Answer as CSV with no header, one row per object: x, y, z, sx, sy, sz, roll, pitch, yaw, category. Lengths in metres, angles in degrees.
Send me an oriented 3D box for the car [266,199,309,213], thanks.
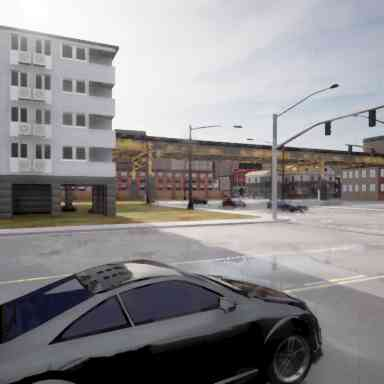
10.721,1.547,37.857,2.033,1.411,5.357,0,0,-25,car

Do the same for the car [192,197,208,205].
1.334,1.547,58.814,2.033,1.411,5.357,0,0,-13,car

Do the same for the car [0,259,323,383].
-0.414,1.564,4.030,4.181,1.385,1.994,0,0,-30,car

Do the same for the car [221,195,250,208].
5.958,1.526,47.929,1.812,1.442,4.674,0,0,-25,car
